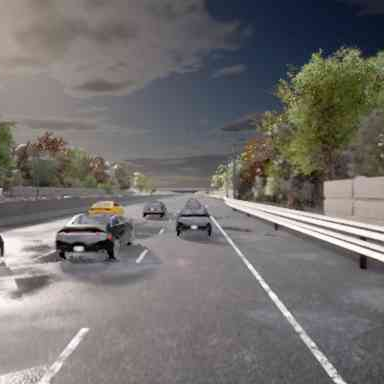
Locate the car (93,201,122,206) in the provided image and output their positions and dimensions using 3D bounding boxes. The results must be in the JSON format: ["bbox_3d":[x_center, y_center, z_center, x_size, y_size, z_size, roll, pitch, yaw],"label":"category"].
[{"bbox_3d":[-6.892,1.486,27.161,1.882,1.535,5.008,0,0,0],"label":"car"}]

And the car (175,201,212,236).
[{"bbox_3d":[0.105,1.495,18.564,2.128,1.511,4.902,0,0,0],"label":"car"}]

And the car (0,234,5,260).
[{"bbox_3d":[-6.896,1.493,8.718,2.128,1.511,4.902,0,0,0],"label":"car"}]

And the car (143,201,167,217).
[{"bbox_3d":[-3.390,1.558,30.854,2.033,1.411,5.357,0,0,0],"label":"car"}]

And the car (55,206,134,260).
[{"bbox_3d":[-3.401,1.494,12.423,2.128,1.511,4.902,0,0,0],"label":"car"}]
